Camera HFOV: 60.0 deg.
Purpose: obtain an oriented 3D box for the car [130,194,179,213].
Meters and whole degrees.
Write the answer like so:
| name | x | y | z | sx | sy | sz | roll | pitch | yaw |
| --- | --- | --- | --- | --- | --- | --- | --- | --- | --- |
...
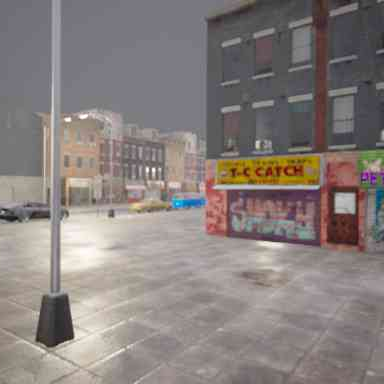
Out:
| name | x | y | z | sx | sy | sz | roll | pitch | yaw |
| --- | --- | --- | --- | --- | --- | --- | --- | --- | --- |
| car | -3.661 | 1.205 | 31.472 | 1.752 | 1.417 | 4.829 | 1 | 1 | 36 |

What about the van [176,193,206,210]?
| name | x | y | z | sx | sy | sz | roll | pitch | yaw |
| --- | --- | --- | --- | --- | --- | --- | --- | --- | --- |
| van | -0.463 | 1.006 | 35.934 | 1.690 | 1.788 | 3.998 | 1 | 1 | 36 |

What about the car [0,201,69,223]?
| name | x | y | z | sx | sy | sz | roll | pitch | yaw |
| --- | --- | --- | --- | --- | --- | --- | --- | --- | --- |
| car | -10.352 | 1.279 | 22.131 | 1.947 | 1.339 | 4.313 | 1 | 1 | 36 |

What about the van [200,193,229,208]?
| name | x | y | z | sx | sy | sz | roll | pitch | yaw |
| --- | --- | --- | --- | --- | --- | --- | --- | --- | --- |
| van | 2.833 | 0.990 | 40.535 | 1.690 | 1.788 | 3.998 | 1 | 1 | 36 |
